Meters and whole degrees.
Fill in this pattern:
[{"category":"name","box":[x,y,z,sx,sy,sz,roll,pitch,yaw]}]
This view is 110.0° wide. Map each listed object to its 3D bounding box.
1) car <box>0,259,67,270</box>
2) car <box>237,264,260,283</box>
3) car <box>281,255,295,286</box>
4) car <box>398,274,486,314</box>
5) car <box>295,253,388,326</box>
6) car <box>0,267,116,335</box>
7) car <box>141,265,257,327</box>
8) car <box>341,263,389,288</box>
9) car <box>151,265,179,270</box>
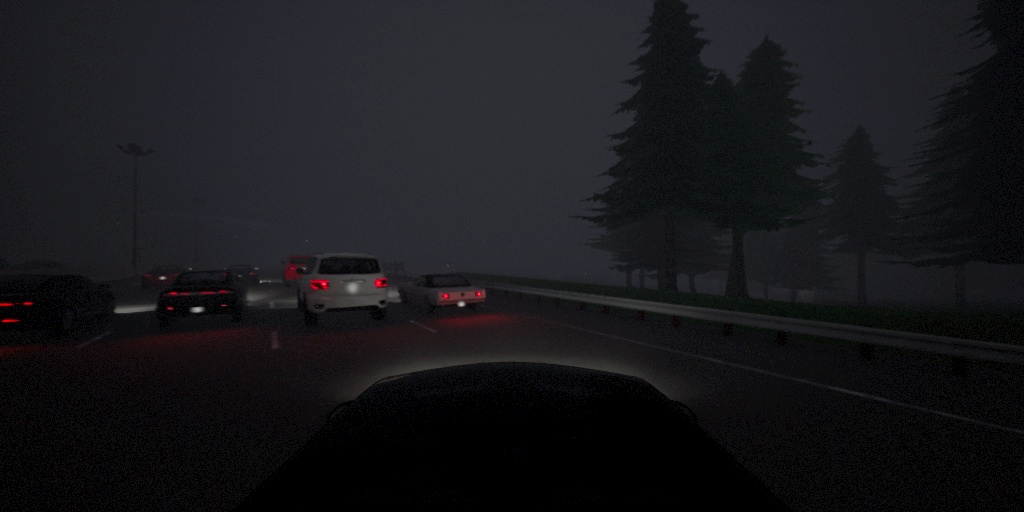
[{"category":"car","box":[-39.243,1.077,29.791,1.882,1.535,5.008,0,0,-34]},{"category":"car","box":[-18.342,1.252,24.242,1.994,1.385,4.181,0,0,-34]},{"category":"car","box":[-14.654,0.930,25.034,2.150,2.045,5.566,0,0,-34]},{"category":"car","box":[-2.934,1.350,14.022,1.895,1.301,4.718,0,0,-34]},{"category":"car","box":[-5.772,0.950,11.965,2.150,2.045,5.566,0,-1,-33]},{"category":"car","box":[-12.622,1.207,9.613,1.837,1.490,4.892,0,0,-34]},{"category":"car","box":[-9.705,1.208,11.545,2.128,1.511,4.902,0,0,-34]},{"category":"car","box":[-10.251,1.274,24.748,2.033,1.411,5.357,0,0,-34]},{"category":"car","box":[-21.345,1.236,22.436,1.994,1.385,4.181,0,0,-34]}]
